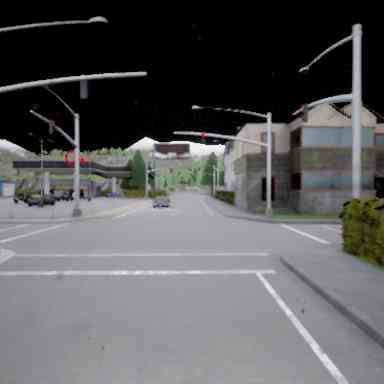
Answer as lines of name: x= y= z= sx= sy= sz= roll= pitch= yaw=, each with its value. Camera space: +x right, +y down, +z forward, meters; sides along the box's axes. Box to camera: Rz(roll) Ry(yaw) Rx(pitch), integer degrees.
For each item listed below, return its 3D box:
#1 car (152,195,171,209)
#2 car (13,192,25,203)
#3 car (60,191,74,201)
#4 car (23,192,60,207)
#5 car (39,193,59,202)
car: x=-3.484 y=1.197 z=38.845 sx=1.837 sy=1.490 sz=4.892 roll=0 pitch=2 yaw=0
car: x=-25.870 y=0.806 z=51.923 sx=1.932 sy=1.855 sz=4.605 roll=0 pitch=1 yaw=0
car: x=-22.602 y=0.712 z=59.799 sx=1.905 sy=1.878 sz=3.866 roll=0 pitch=1 yaw=0
car: x=-18.906 y=1.099 z=41.931 sx=2.007 sy=1.523 sz=4.514 roll=0 pitch=1 yaw=0
car: x=-25.928 y=0.991 z=60.405 sx=1.970 sy=1.475 sz=3.806 roll=0 pitch=1 yaw=0
